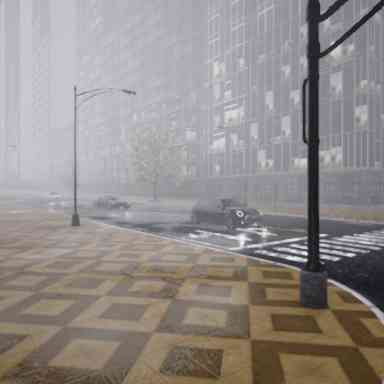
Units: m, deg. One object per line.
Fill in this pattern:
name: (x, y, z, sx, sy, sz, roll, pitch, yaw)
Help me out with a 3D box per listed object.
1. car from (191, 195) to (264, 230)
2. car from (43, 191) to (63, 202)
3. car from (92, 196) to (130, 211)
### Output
car: (1.944, 1.093, 19.239, 2.097, 1.767, 4.553, 0, 1, -38)
car: (-19.582, 0.654, 46.765, 1.812, 1.442, 4.674, 0, 1, -38)
car: (-7.647, 1.058, 31.405, 1.895, 1.301, 4.718, 0, 1, -38)
